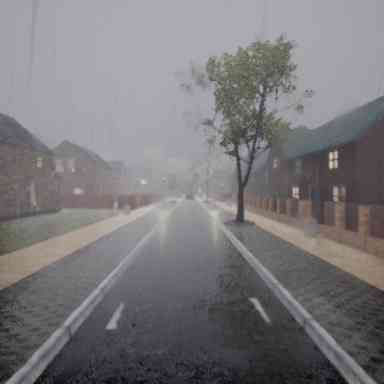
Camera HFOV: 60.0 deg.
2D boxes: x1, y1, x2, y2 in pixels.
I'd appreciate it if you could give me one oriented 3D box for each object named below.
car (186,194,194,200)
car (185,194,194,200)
[{"bbox_3d":[-0.600,1.145,84.877,2.033,1.411,5.357,0,0,0],"label":"car"},{"bbox_3d":[-0.527,1.088,74.563,1.882,1.535,5.008,0,0,0],"label":"car"}]
